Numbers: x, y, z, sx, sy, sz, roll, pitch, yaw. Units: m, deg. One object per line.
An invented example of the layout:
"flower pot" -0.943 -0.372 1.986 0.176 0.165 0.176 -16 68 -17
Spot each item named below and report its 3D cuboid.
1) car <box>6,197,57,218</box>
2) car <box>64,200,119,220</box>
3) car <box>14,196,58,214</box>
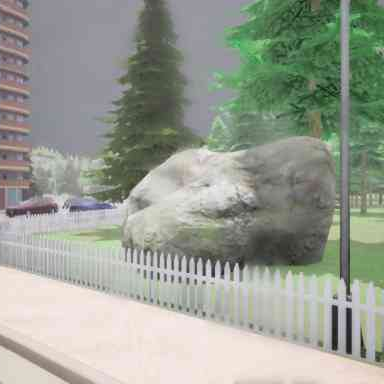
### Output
"car" -14.413 1.422 30.208 1.882 1.535 5.008 0 0 15
"car" -7.811 1.422 27.239 1.882 1.535 5.008 0 0 19
"car" -16.670 1.297 35.855 2.097 1.767 4.553 0 0 8
